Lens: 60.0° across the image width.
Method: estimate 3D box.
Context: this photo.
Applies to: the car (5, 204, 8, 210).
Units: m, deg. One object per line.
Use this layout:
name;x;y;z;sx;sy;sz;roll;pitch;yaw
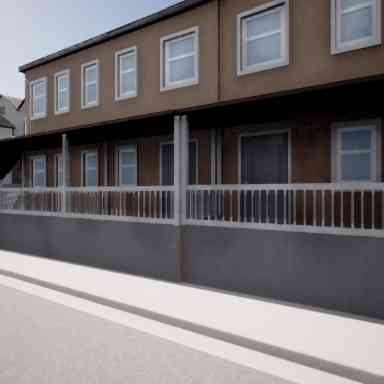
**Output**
car;-16.782;1.459;26.360;1.994;1.385;4.181;0;7;35
